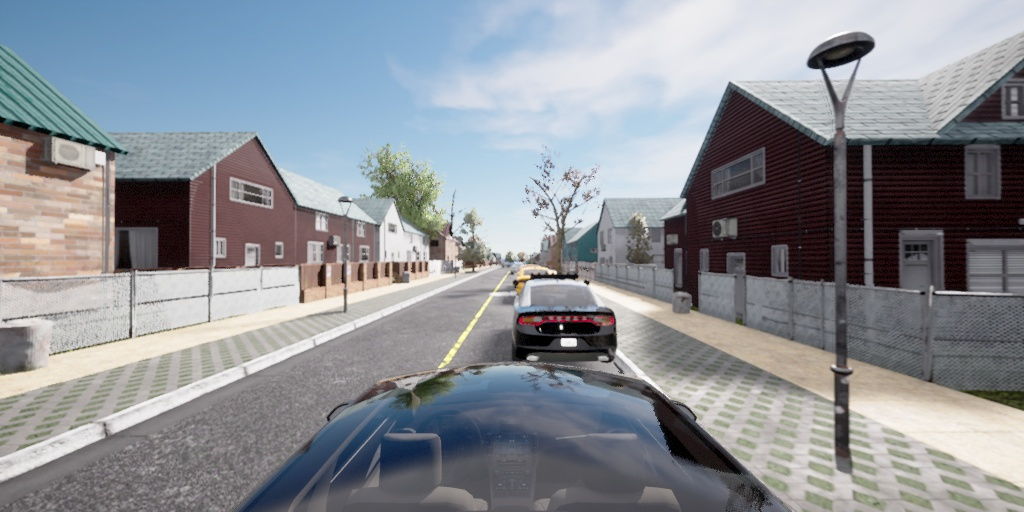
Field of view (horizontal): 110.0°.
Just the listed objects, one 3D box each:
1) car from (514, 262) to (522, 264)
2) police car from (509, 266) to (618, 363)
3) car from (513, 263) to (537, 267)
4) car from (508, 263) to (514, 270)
[{"bbox_3d":[1.250,1.347,24.274,1.882,1.535,5.008,0,0,1],"label":"car"},{"bbox_3d":[0.967,1.204,8.386,1.930,1.638,5.238,0,0,1],"label":"police car"},{"bbox_3d":[1.143,1.309,18.274,1.882,1.535,5.008,0,0,1],"label":"car"},{"bbox_3d":[0.838,1.574,45.569,1.812,1.442,4.674,0,-1,2],"label":"car"}]
